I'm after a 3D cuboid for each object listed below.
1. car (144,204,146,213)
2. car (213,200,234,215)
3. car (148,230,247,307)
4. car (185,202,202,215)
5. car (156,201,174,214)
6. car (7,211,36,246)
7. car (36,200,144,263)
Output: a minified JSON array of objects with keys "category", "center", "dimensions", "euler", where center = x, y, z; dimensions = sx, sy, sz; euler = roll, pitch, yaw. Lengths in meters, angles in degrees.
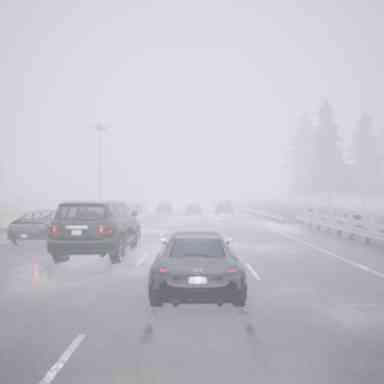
[{"category":"car","center":[-6.828,1.864,40.659],"dimensions":[1.882,1.535,5.008],"euler":[0,-1,0]},{"category":"car","center":[3.668,1.729,39.059],"dimensions":[2.097,1.767,4.553],"euler":[0,-1,0]},{"category":"car","center":[0.112,1.616,8.150],"dimensions":[1.994,1.385,4.181],"euler":[0,0,0]},{"category":"car","center":[0.168,1.924,39.293],"dimensions":[2.033,1.411,5.357],"euler":[0,-1,0]},{"category":"car","center":[-3.327,1.900,41.292],"dimensions":[1.837,1.490,4.892],"euler":[0,-1,0]},{"category":"car","center":[-6.873,1.616,16.034],"dimensions":[2.128,1.511,4.902],"euler":[0,-1,0]},{"category":"car","center":[-3.379,1.310,12.435],"dimensions":[2.150,2.045,5.566],"euler":[0,-1,0]}]
